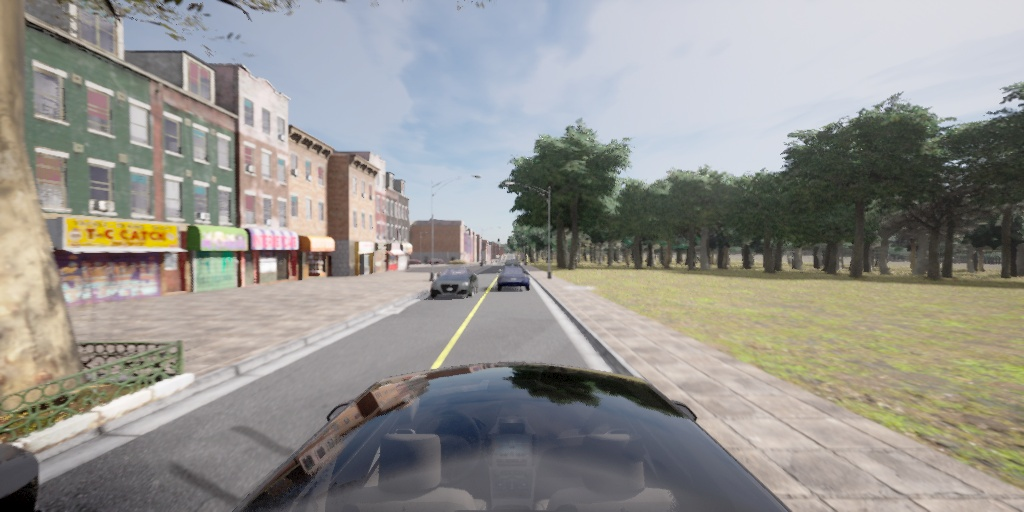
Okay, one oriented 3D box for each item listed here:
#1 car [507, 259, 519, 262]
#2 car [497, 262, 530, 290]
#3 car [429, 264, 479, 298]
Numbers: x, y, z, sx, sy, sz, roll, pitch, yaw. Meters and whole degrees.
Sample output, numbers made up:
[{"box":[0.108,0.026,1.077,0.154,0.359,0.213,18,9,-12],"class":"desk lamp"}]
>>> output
[{"box":[0.085,1.171,46.652,2.097,1.767,4.553,0,0,0],"class":"car"},{"box":[0.093,1.306,22.688,1.994,1.385,4.181,0,0,0],"class":"car"},{"box":[-2.802,1.307,18.179,1.994,1.385,4.181,0,0,1],"class":"car"}]
